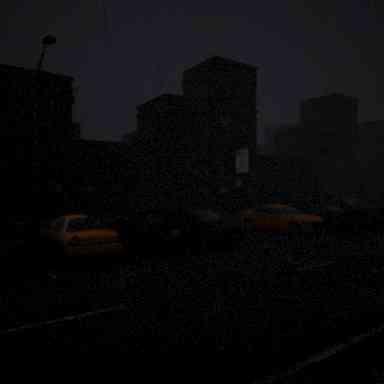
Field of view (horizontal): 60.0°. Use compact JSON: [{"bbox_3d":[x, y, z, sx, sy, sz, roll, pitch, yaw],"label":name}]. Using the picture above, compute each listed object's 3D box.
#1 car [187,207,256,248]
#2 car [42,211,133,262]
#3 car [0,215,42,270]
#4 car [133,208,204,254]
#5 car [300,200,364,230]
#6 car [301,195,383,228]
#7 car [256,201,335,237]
[{"bbox_3d":[0.267,1.464,15.202,2.097,1.535,5.008,0,0,-35],"label":"car"},{"bbox_3d":[-4.291,1.466,12.239,1.946,1.575,5.366,0,0,-35],"label":"car"},{"bbox_3d":[-6.447,1.502,10.472,2.163,1.488,4.792,0,0,-35],"label":"car"},{"bbox_3d":[-1.923,1.496,13.701,2.163,1.488,4.792,0,0,-35],"label":"car"},{"bbox_3d":[7.195,1.456,20.049,2.231,1.521,4.892,0,0,-35],"label":"car"},{"bbox_3d":[9.482,1.200,21.629,2.435,2.045,5.566,0,0,-35],"label":"car"},{"bbox_3d":[4.915,1.458,18.460,2.097,1.535,5.008,0,0,-35],"label":"car"}]
